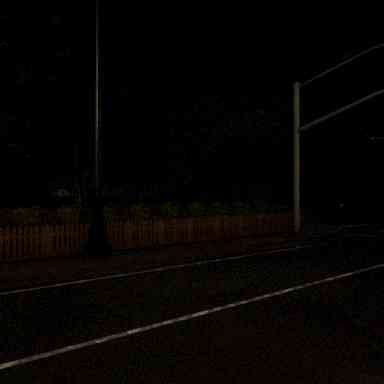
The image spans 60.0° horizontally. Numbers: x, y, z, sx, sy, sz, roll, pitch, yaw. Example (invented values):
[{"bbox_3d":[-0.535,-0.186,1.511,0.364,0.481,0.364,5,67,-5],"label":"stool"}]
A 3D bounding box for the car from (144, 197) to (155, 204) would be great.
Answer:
[{"bbox_3d":[-7.281,1.602,55.413,1.994,1.385,4.181,0,0,-35],"label":"car"}]

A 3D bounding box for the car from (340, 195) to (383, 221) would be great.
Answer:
[{"bbox_3d":[13.912,1.222,24.750,2.150,2.045,5.566,0,0,-35],"label":"car"}]
